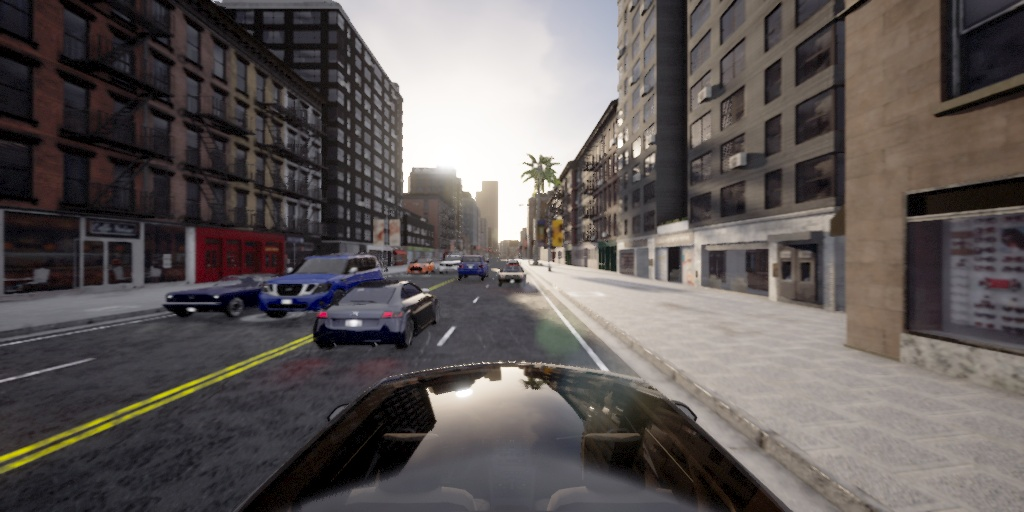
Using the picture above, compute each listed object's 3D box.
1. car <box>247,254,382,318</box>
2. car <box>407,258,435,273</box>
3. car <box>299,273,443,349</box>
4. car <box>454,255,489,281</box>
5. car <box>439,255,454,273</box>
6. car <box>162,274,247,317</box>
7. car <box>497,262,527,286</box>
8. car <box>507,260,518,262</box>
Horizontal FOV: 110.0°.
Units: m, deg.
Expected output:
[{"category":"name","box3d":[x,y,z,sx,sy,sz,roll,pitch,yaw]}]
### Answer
[{"category":"car","box3d":[-6.572,0.956,13.223,2.150,2.045,5.566,0,1,0]},{"category":"car","box3d":[-9.753,1.054,38.771,2.097,1.767,4.553,0,0,0]},{"category":"car","box3d":[-3.147,1.307,9.142,1.994,1.385,4.181,0,0,0]},{"category":"car","box3d":[-3.171,0.939,30.232,2.150,2.045,5.566,0,0,0]},{"category":"car","box3d":[-6.493,0.927,39.483,2.150,2.045,5.566,0,0,0]},{"category":"car","box3d":[-9.809,1.339,13.189,1.895,1.301,4.718,0,0,0]},{"category":"car","box3d":[0.025,1.323,24.764,1.895,1.301,4.718,0,0,0]},{"category":"car","box3d":[0.105,1.201,45.739,1.837,1.490,4.892,0,1,0]}]
